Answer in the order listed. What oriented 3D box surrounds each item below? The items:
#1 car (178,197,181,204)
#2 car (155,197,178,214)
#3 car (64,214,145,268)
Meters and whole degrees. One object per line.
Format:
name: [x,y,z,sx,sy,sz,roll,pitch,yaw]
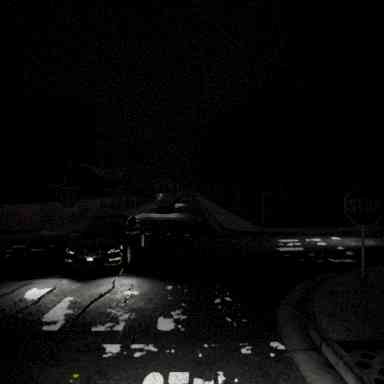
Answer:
car: [-2.940,1.499,61.771,1.895,1.301,4.718,0,0,0]
car: [-2.861,1.478,36.094,1.882,1.535,5.008,0,0,0]
car: [-2.800,1.585,11.520,1.837,1.490,4.892,-1,0,0]
